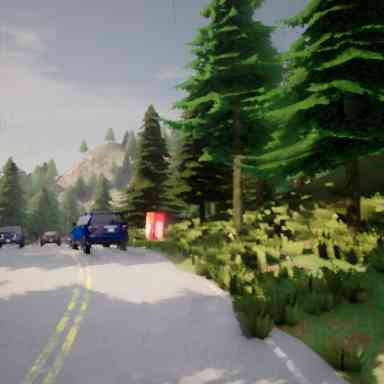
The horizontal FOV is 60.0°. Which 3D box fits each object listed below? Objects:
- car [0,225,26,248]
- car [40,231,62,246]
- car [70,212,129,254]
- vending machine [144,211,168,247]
[{"bbox_3d":[-16.287,4.024,29.920,2.150,2.045,5.566,0,-8,-26],"label":"car"},{"bbox_3d":[-14.765,4.867,34.839,1.812,1.442,4.674,0,-8,-23],"label":"car"},{"bbox_3d":[-5.212,2.180,18.333,2.150,2.045,5.566,1,-6,-29],"label":"car"},{"bbox_3d":[-2.203,2.218,20.144,1.100,2.100,0.880,4,-5,-30],"label":"vending machine"}]
